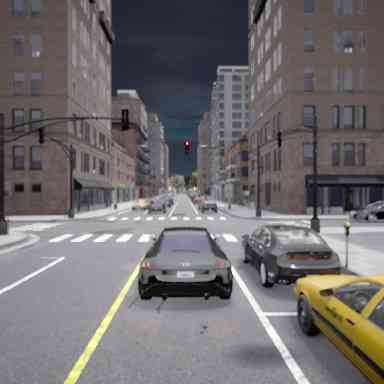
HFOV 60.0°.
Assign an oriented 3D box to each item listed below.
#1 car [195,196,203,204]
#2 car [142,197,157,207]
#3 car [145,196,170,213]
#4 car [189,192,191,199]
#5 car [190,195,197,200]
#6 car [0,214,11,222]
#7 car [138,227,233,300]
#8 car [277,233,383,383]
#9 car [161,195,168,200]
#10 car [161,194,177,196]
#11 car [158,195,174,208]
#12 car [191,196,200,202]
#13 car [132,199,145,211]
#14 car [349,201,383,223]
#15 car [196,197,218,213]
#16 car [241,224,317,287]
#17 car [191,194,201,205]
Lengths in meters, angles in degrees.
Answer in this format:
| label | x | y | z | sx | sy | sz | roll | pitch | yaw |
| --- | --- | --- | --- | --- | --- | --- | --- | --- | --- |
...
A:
| label | x | y | z | sx | sy | sz | roll | pitch | yaw |
| --- | --- | --- | --- | --- | --- | --- | --- | --- | --- |
| car | 1.661 | 1.562 | 41.630 | 1.802 | 1.307 | 4.206 | 0 | 0 | -1 |
| car | -6.637 | 1.539 | 52.793 | 1.947 | 1.339 | 4.313 | 0 | 0 | -1 |
| car | -3.685 | 1.488 | 36.206 | 1.837 | 1.490 | 4.892 | 0 | 0 | -1 |
| car | 0.973 | 1.276 | 70.030 | 2.192 | 1.841 | 5.009 | 0 | 0 | -1 |
| car | 0.419 | 1.470 | 92.921 | 1.752 | 1.417 | 4.829 | 0 | 0 | -1 |
| car | -13.939 | 1.658 | 20.510 | 4.718 | 1.301 | 1.895 | 0 | 0 | -5 |
| car | -0.170 | 1.560 | 8.413 | 1.994 | 1.385 | 4.181 | 0 | 0 | -1 |
| car | 2.584 | 1.523 | 3.847 | 1.752 | 1.417 | 4.829 | 0 | 0 | -1 |
| car | -7.600 | 1.526 | 92.550 | 1.802 | 1.307 | 4.206 | 0 | 0 | -1 |
| car | -4.258 | 1.515 | 61.203 | 2.033 | 1.411 | 5.357 | 0 | 0 | -1 |
| car | -3.929 | 1.541 | 46.619 | 1.994 | 1.385 | 4.181 | 0 | 0 | -1 |
| car | 0.836 | 1.523 | 75.710 | 1.947 | 1.339 | 4.313 | 0 | 0 | -1 |
| car | -6.357 | 1.506 | 41.264 | 1.752 | 1.417 | 4.829 | 0 | 0 | -1 |
| car | 13.941 | 1.391 | 24.015 | 4.902 | 1.511 | 2.128 | 0 | 0 | -3 |
| car | 1.799 | 1.534 | 35.950 | 2.008 | 1.369 | 4.403 | 0 | 0 | -1 |
| car | 2.452 | 1.547 | 9.082 | 2.008 | 1.369 | 4.403 | 0 | 0 | -1 |
| car | 1.248 | 1.409 | 58.670 | 1.967 | 1.590 | 4.097 | 0 | 0 | -1 |
